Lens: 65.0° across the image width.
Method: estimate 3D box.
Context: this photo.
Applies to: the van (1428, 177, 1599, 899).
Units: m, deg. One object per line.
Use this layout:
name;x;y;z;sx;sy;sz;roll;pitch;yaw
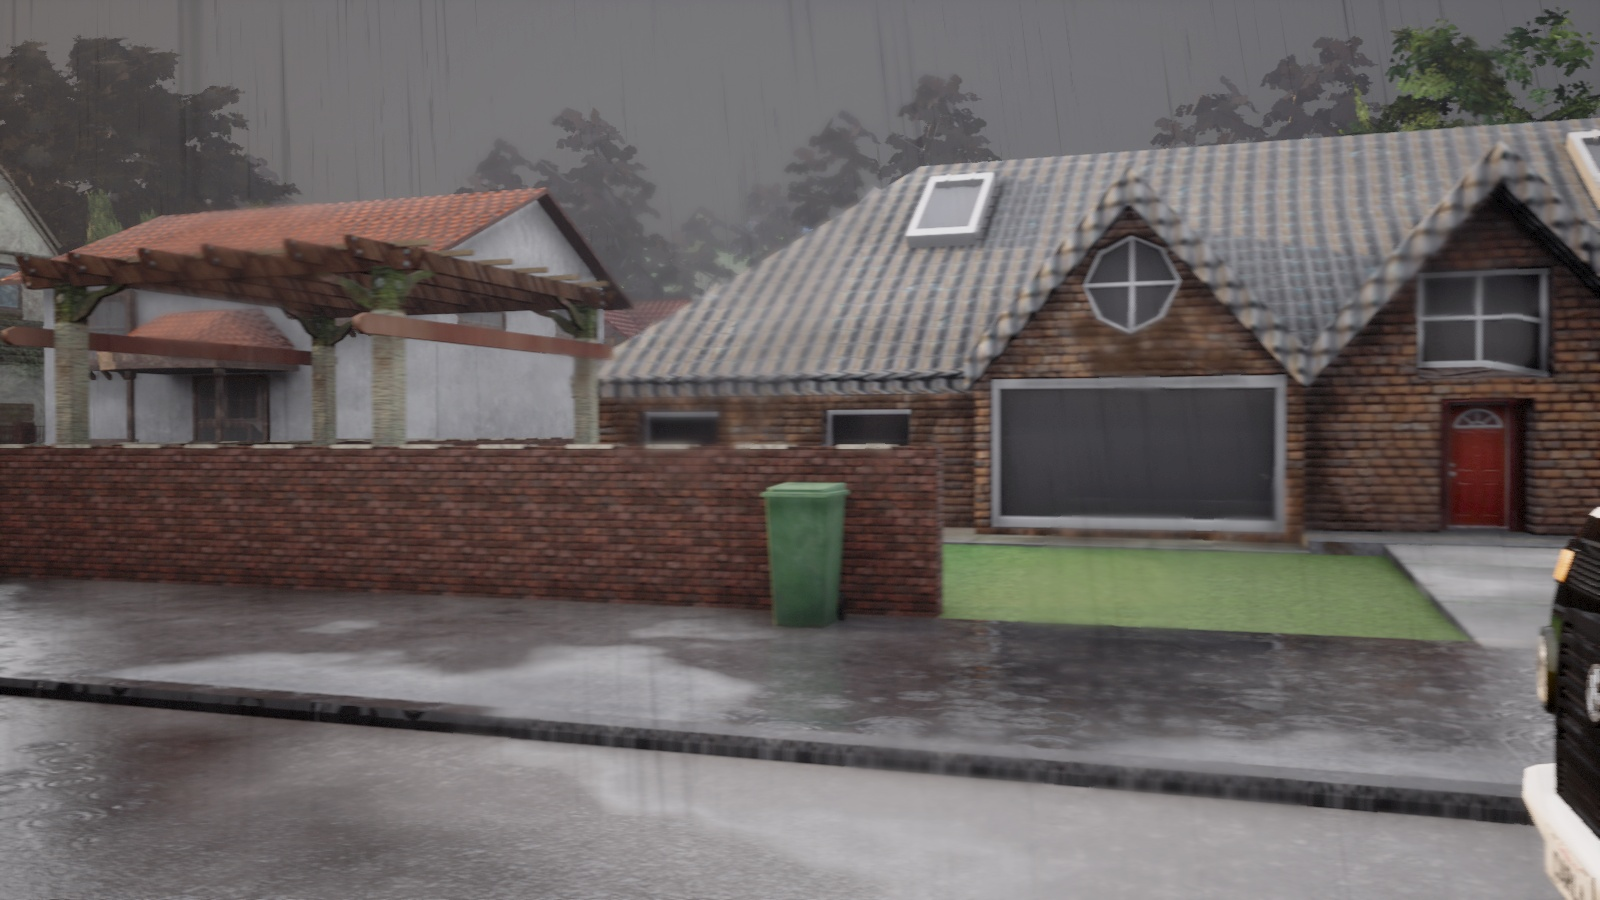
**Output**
van;3.860;0.526;2.418;4.480;2.038;2.069;1;1;19
